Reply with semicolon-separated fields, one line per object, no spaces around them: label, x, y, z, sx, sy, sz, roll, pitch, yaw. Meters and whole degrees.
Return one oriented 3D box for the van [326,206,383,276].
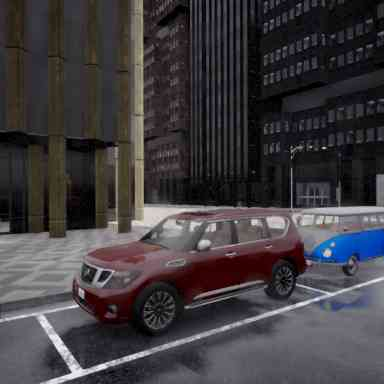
van;4.752;1.341;10.050;3.998;1.788;1.690;0;0;-36

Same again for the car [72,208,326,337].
car;0.255;1.315;6.840;5.009;1.841;2.192;0;0;-36
